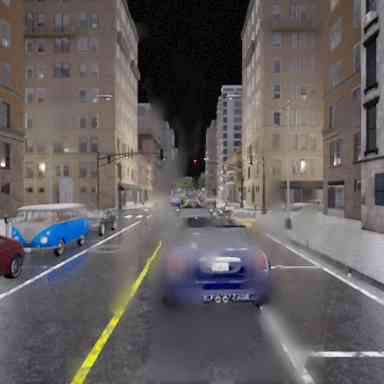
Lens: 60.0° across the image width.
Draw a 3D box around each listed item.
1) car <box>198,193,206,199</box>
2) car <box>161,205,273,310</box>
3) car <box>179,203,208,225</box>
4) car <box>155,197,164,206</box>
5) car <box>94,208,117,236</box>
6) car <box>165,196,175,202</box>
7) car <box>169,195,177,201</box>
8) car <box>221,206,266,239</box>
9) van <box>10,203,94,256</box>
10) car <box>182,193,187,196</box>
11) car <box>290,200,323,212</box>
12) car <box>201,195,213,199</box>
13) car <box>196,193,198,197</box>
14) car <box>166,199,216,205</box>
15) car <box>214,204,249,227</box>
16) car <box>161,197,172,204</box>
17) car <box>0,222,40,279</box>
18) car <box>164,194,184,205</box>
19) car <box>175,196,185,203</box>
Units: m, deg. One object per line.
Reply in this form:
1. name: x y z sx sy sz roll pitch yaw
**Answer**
1. car: 2.863 1.549 73.276 1.967 1.590 4.097 0 0 0
2. car: 0.328 1.365 8.090 2.097 1.767 4.553 0 0 -5
3. car: 0.095 1.603 25.018 1.994 1.385 4.181 0 0 0
4. car: -5.215 1.611 56.084 1.752 1.417 4.829 0 0 0
5. car: -5.334 1.579 18.291 2.008 1.369 4.403 0 0 0
6. car: -5.144 1.667 78.979 2.008 1.369 4.403 0 0 0
7. car: -5.109 1.571 90.341 1.967 1.590 4.097 0 0 0
8. car: 2.700 1.554 18.437 1.752 1.417 4.829 0 0 0
9. van: -5.353 1.361 12.885 1.690 1.788 3.998 0 0 0
10. car: -2.635 1.313 60.418 2.150 2.045 5.566 0 0 1
11. car: 13.710 1.576 38.278 4.718 1.301 1.895 0 0 0
12. car: 2.793 1.629 50.549 2.008 1.369 4.403 0 0 0
13. car: 2.899 1.439 84.639 2.192 1.841 5.009 0 0 0
14. car: 0.125 1.376 15.357 2.097 1.767 4.553 0 0 0
15. car: 2.712 1.587 23.673 2.008 1.369 4.403 0 0 0
16. car: -5.179 1.667 67.616 1.947 1.339 4.313 0 0 0
17. car: -5.371 1.593 7.478 1.802 1.307 4.206 0 0 0
18. car: -2.687 1.555 50.429 1.882 1.535 5.008 0 0 0
19. car: -2.532 1.630 70.523 1.812 1.442 4.674 0 0 0
